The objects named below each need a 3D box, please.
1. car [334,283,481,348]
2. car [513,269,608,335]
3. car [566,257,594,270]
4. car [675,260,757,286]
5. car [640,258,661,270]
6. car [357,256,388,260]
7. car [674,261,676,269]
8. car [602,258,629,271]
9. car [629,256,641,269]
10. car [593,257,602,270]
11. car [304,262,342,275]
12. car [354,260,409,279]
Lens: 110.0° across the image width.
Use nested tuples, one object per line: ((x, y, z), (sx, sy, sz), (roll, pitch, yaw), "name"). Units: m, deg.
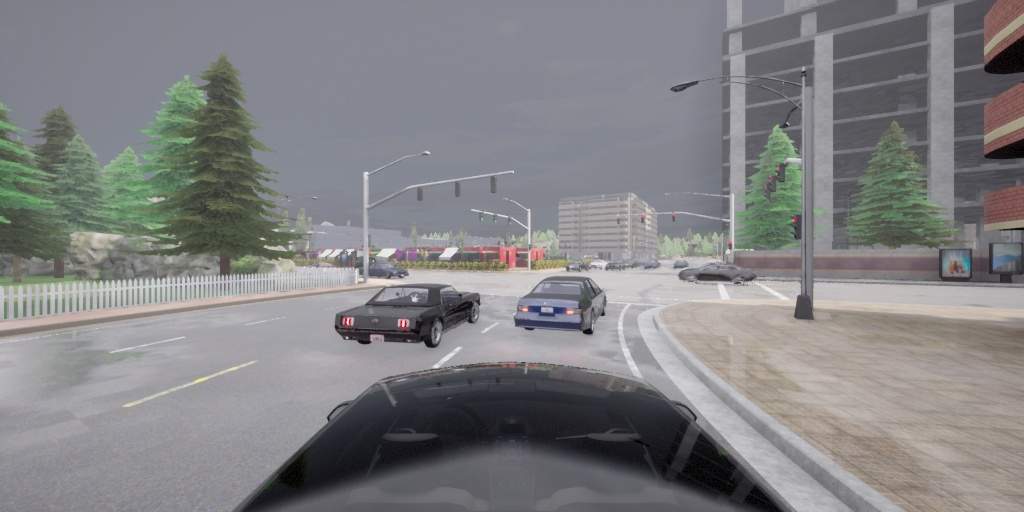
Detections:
((-2.256, 1.351, 9.317), (1.895, 1.301, 4.718), (0, 0, 11), "car")
((1.679, 1.297, 10.673), (2.033, 1.411, 5.357), (0, 0, 20), "car")
((8.528, 1.241, 46.358), (2.128, 1.511, 4.902), (0, 0, 30), "car")
((14.804, 1.287, 26.007), (4.902, 1.511, 2.128), (1, 0, 30), "car")
((21.384, 1.297, 54.372), (2.033, 1.411, 5.357), (0, 0, 30), "car")
((-14.661, 1.027, 38.837), (5.566, 2.045, 2.150), (0, 0, 30), "car")
((27.259, 1.314, 57.603), (1.994, 1.385, 4.181), (0, 0, 30), "car")
((14.274, 1.314, 49.342), (1.994, 1.385, 4.181), (0, 0, 30), "car")
((18.705, 1.241, 57.085), (2.128, 1.511, 4.902), (0, 0, 30), "car")
((13.104, 1.276, 54.366), (1.812, 1.442, 4.674), (0, 0, 30), "car")
((-20.056, 1.331, 37.922), (4.674, 1.442, 1.812), (0, 0, 30), "car")
((-12.023, 1.353, 33.242), (5.357, 1.411, 2.033), (0, 0, 31), "car")
